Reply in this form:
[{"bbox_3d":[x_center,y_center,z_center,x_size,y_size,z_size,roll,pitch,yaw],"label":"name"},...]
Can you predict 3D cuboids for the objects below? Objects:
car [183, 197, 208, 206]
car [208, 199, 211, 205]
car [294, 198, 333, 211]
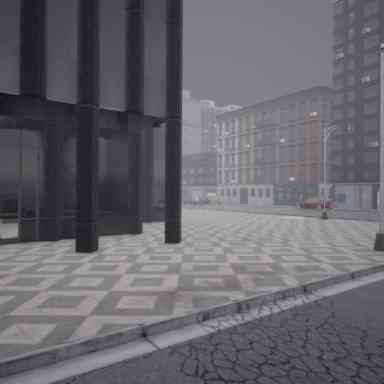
[{"bbox_3d":[0.230,1.630,58.497,1.812,1.442,4.674,1,0,-35],"label":"car"},{"bbox_3d":[1.513,1.642,62.291,1.837,1.490,4.892,1,0,-35],"label":"car"},{"bbox_3d":[15.536,1.573,42.685,1.882,1.535,5.008,1,0,-35],"label":"car"}]
